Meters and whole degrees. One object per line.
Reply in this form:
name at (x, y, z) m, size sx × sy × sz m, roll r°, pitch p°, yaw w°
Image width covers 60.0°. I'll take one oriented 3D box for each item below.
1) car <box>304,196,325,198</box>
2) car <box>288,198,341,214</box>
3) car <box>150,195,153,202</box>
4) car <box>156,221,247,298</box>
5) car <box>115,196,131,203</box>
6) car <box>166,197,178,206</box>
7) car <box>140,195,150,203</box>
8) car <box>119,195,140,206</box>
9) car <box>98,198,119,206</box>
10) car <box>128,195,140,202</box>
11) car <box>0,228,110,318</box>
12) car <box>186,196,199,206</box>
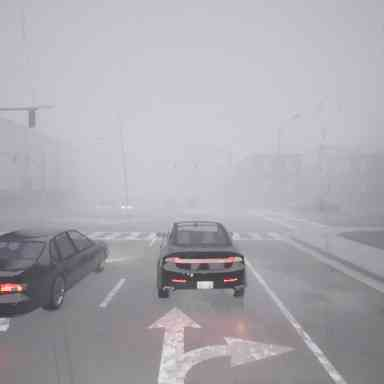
car at (13.576, 1.352, 38.818) m, size 4.553 × 1.767 × 2.097 m, roll 0°, pitch 0°, yaw 1°
car at (13.044, 1.601, 35.253) m, size 4.718 × 1.301 × 1.895 m, roll 0°, pitch 0°, yaw -1°
car at (-10.509, 1.524, 79.810) m, size 2.128 × 1.511 × 4.902 m, roll 0°, pitch 0°, yaw 0°
car at (0.114, 1.492, 8.517) m, size 2.128 × 1.511 × 4.902 m, roll 0°, pitch 0°, yaw -3°
car at (-14.008, 1.547, 67.915) m, size 2.033 × 1.411 × 5.357 m, roll 0°, pitch 0°, yaw 0°
car at (-3.420, 1.525, 56.049) m, size 1.812 × 1.442 × 4.674 m, roll 0°, pitch 0°, yaw 0°
car at (-10.509, 1.351, 68.611) m, size 2.097 × 1.767 × 4.553 m, roll 0°, pitch 0°, yaw 0°
car at (-10.582, 1.491, 56.094) m, size 2.128 × 1.511 × 4.902 m, roll 0°, pitch 0°, yaw 0°
car at (-14.084, 1.601, 55.291) m, size 1.895 × 1.301 × 4.718 m, roll 0°, pitch 0°, yaw 0°
car at (-14.009, 1.539, 80.153) m, size 2.033 × 1.411 × 5.357 m, roll 0°, pitch 0°, yaw 0°
car at (-3.432, 1.547, 7.712) m, size 2.033 × 1.411 × 5.357 m, roll 0°, pitch 0°, yaw 0°
car at (0.093, 1.477, 56.586) m, size 1.882 × 1.535 × 5.008 m, roll 0°, pitch 0°, yaw 0°
